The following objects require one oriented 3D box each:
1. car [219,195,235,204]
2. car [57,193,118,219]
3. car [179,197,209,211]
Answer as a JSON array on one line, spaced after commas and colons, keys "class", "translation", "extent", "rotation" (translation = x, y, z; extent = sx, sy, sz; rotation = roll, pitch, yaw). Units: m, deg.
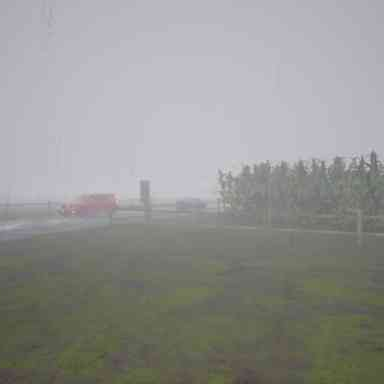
[{"class": "car", "translation": [6.379, 1.244, 54.022], "extent": [2.033, 1.411, 5.357], "rotation": [0, 0, 32]}, {"class": "car", "translation": [-8.911, 1.139, 29.035], "extent": [2.150, 2.045, 5.566], "rotation": [0, 0, 31]}, {"class": "car", "translation": [0.181, 1.334, 37.015], "extent": [1.837, 1.490, 4.892], "rotation": [0, 0, 31]}]
